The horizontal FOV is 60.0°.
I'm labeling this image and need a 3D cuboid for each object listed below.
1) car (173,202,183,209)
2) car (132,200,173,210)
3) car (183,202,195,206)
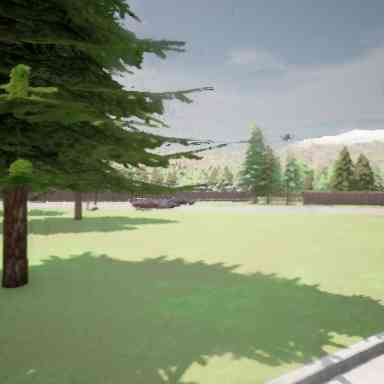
[{"bbox_3d":[-4.449,1.631,45.825,5.357,1.411,2.033,0,0,14],"label":"car"},{"bbox_3d":[-5.303,1.595,42.431,4.674,1.442,1.812,0,0,14],"label":"car"},{"bbox_3d":[-1.887,1.612,56.008,4.892,1.490,1.837,0,0,14],"label":"car"}]
